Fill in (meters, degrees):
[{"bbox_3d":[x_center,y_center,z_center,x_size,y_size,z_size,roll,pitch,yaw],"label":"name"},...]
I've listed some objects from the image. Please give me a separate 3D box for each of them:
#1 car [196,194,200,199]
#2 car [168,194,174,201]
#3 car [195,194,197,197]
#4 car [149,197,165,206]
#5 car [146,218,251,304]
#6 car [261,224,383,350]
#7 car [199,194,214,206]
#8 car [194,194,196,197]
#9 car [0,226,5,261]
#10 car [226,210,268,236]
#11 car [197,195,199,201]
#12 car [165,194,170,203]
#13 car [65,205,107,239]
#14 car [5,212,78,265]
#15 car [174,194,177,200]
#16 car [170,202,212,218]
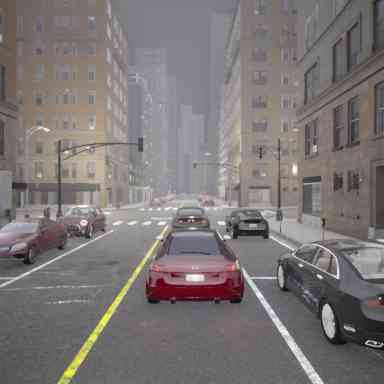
[{"bbox_3d":[2.536,1.523,75.920,1.967,1.590,4.097,0,0,0],"label":"car"},{"bbox_3d":[-6.006,1.624,81.126,1.752,1.417,4.829,0,0,0],"label":"car"},{"bbox_3d":[2.499,1.559,86.738,1.967,1.590,4.097,0,0,0],"label":"car"},{"bbox_3d":[-5.914,1.617,54.253,1.802,1.307,4.206,0,0,0],"label":"car"},{"bbox_3d":[0.041,1.564,8.190,1.994,1.385,4.181,0,0,-1],"label":"car"},{"bbox_3d":[2.827,1.551,6.192,2.008,1.369,4.403,0,0,0],"label":"car"},{"bbox_3d":[2.610,1.475,54.285,1.967,1.590,4.097,0,0,0],"label":"car"},{"bbox_3d":[2.480,1.456,92.148,2.192,1.841,5.009,0,0,0],"label":"car"},{"bbox_3d":[-5.698,1.565,6.148,1.947,1.339,4.313,0,0,0],"label":"car"},{"bbox_3d":[2.770,1.566,17.195,1.947,1.339,4.313,0,0,0],"label":"car"},{"bbox_3d":[2.574,1.606,65.102,2.008,1.369,4.403,0,0,0],"label":"car"},{"bbox_3d":[-5.951,1.605,65.070,2.008,1.369,4.403,0,0,0],"label":"car"},{"bbox_3d":[-5.756,1.440,17.151,1.967,1.590,4.097,0,0,0],"label":"car"},{"bbox_3d":[-5.727,1.582,11.649,1.802,1.307,4.206,0,0,0],"label":"car"},{"bbox_3d":[-6.044,1.455,92.113,2.192,1.841,5.009,0,0,0],"label":"car"},{"bbox_3d":[-0.050,1.505,17.103,1.837,1.490,4.892,0,0,0],"label":"car"}]
